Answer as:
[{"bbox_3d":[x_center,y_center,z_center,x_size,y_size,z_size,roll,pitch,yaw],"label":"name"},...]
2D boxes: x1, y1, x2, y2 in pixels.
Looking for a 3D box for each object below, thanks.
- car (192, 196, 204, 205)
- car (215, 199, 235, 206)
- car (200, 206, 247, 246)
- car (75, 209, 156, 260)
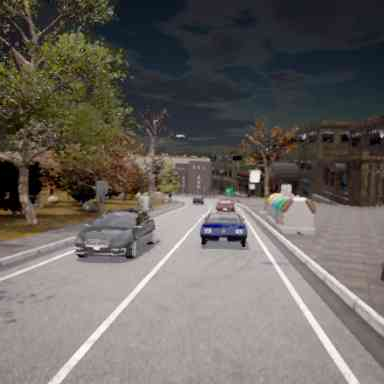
[{"bbox_3d":[1.016,1.314,54.427,2.033,1.411,5.357,0,0,1],"label":"car"},{"bbox_3d":[3.284,1.418,32.740,1.812,1.442,4.674,1,0,6],"label":"car"},{"bbox_3d":[1.449,1.558,15.163,1.895,1.301,4.718,1,0,6],"label":"car"},{"bbox_3d":[-2.583,1.418,12.295,1.837,1.490,4.892,1,0,6],"label":"car"}]
